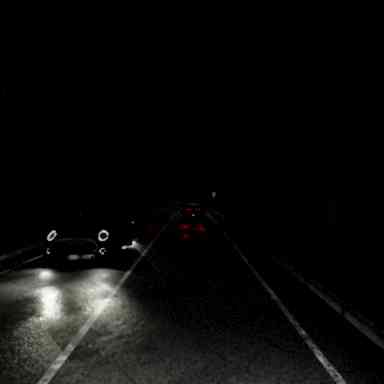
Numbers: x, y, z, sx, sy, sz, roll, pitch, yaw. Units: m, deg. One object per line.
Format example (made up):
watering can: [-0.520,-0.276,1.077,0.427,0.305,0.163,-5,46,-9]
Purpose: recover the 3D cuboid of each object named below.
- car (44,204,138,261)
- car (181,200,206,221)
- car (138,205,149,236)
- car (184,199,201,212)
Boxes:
car: [-3.496,1.330,12.048,2.097,1.767,4.553,0,0,0]
car: [0.109,1.534,27.106,2.128,1.511,4.902,0,0,0]
car: [-3.555,1.479,18.272,2.128,1.511,4.902,0,0,1]
car: [0.096,1.746,43.178,2.128,1.511,4.902,0,-1,0]
